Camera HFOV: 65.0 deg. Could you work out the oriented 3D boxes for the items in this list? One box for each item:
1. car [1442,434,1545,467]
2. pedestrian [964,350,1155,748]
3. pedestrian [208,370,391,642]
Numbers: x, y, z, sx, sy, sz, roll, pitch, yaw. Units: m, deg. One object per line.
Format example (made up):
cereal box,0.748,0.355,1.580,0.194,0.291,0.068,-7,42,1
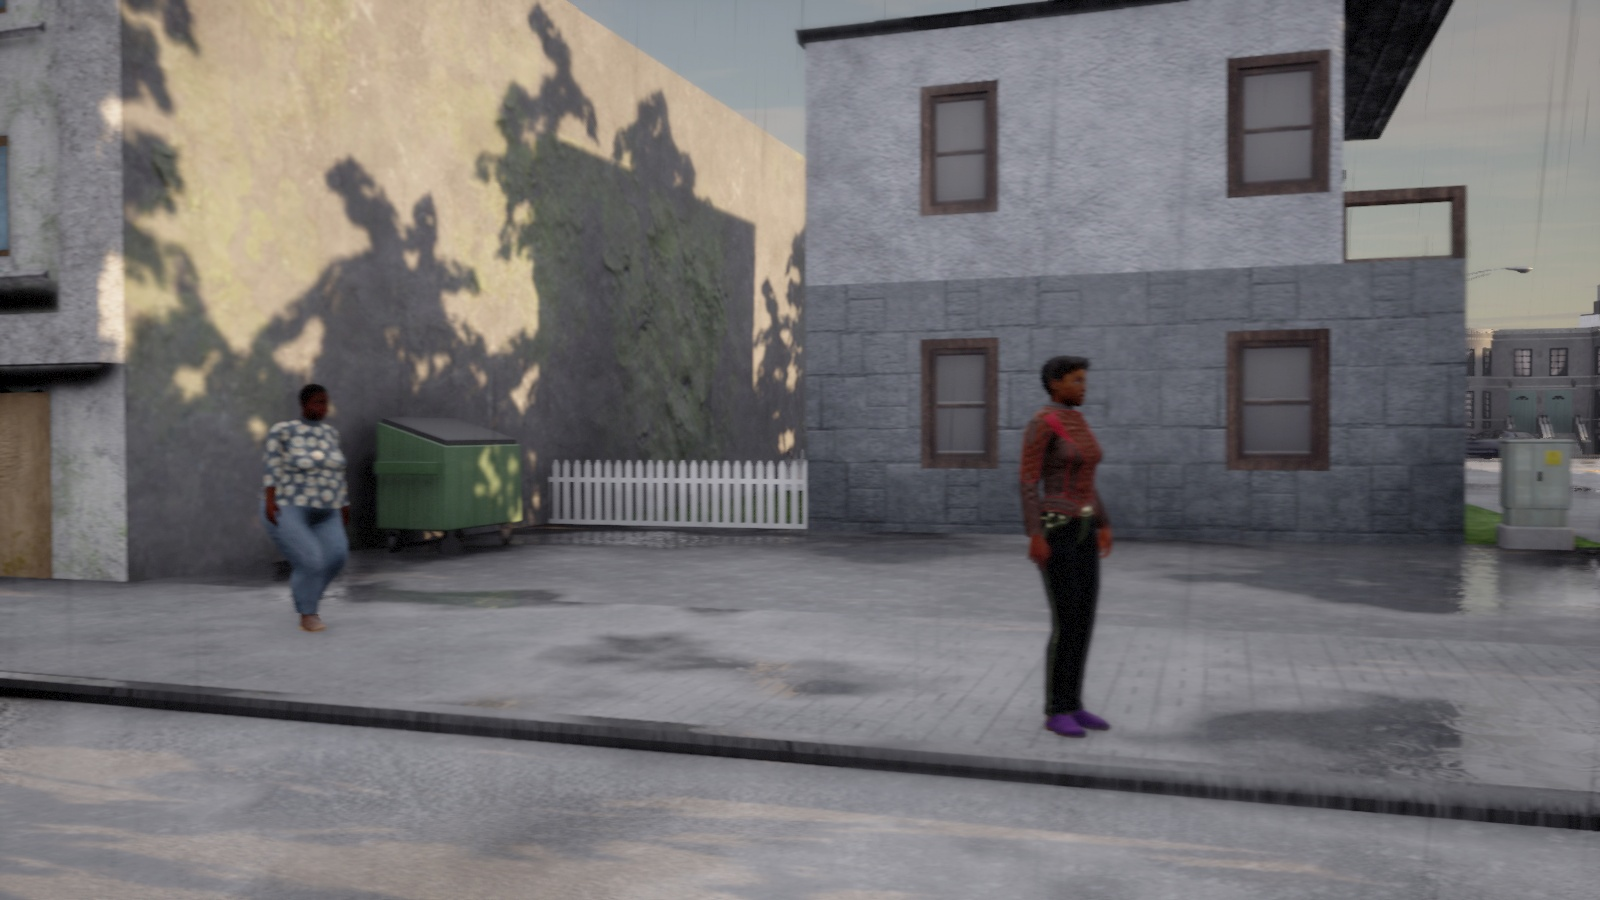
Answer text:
car,32.790,0.010,59.489,1.816,1.474,4.193,0,1,-15
pedestrian,1.247,0.443,6.120,0.328,1.805,0.869,-1,1,-42
pedestrian,-3.644,0.376,9.167,0.900,1.855,0.874,1,1,33
